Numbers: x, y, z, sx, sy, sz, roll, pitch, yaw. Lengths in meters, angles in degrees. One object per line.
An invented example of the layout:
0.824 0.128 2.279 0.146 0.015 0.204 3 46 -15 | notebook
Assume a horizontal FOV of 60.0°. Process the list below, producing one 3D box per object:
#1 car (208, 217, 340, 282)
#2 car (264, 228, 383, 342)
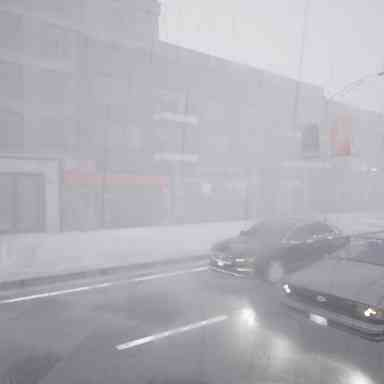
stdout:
2.677 1.514 9.587 4.892 1.490 1.837 0 0 -35 | car
4.089 1.556 6.604 5.357 1.411 2.033 0 0 -36 | car
